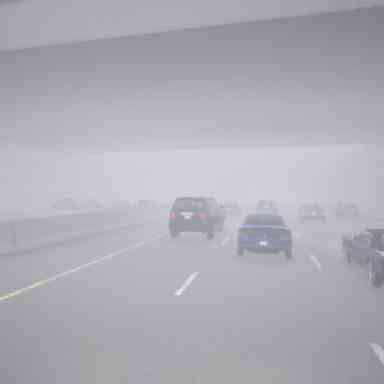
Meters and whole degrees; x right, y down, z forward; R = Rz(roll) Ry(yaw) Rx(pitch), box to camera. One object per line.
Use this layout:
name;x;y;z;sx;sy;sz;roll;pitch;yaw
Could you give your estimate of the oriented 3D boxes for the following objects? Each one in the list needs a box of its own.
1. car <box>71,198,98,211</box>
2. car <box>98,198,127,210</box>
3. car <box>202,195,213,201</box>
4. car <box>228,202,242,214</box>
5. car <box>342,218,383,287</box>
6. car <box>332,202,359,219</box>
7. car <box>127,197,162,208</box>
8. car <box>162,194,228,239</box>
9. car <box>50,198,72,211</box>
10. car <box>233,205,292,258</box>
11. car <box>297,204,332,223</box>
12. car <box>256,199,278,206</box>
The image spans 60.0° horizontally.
car;-12.467;1.556;41.004;1.812;1.442;4.674;0;0;13
car;-8.962;1.542;40.629;2.128;1.511;4.902;0;0;13
car;3.681;1.360;79.599;1.812;1.442;4.674;0;0;13
car;4.081;1.673;34.036;1.994;1.385;4.181;0;0;13
car;5.562;1.657;9.246;1.895;1.301;4.718;0;0;13
car;14.213;1.652;31.245;2.128;1.511;4.902;0;0;13
car;-5.579;1.573;39.733;1.837;1.490;4.892;0;0;13
car;0.390;1.269;17.903;2.150;2.045;5.566;0;0;13
car;-15.812;1.520;42.064;1.837;1.490;4.892;0;-1;13
car;2.904;1.528;13.260;1.882;1.535;5.008;0;0;13
car;9.681;1.672;27.185;2.033;1.411;5.357;0;0;13
car;7.353;1.477;32.649;2.097;1.767;4.553;0;0;13
